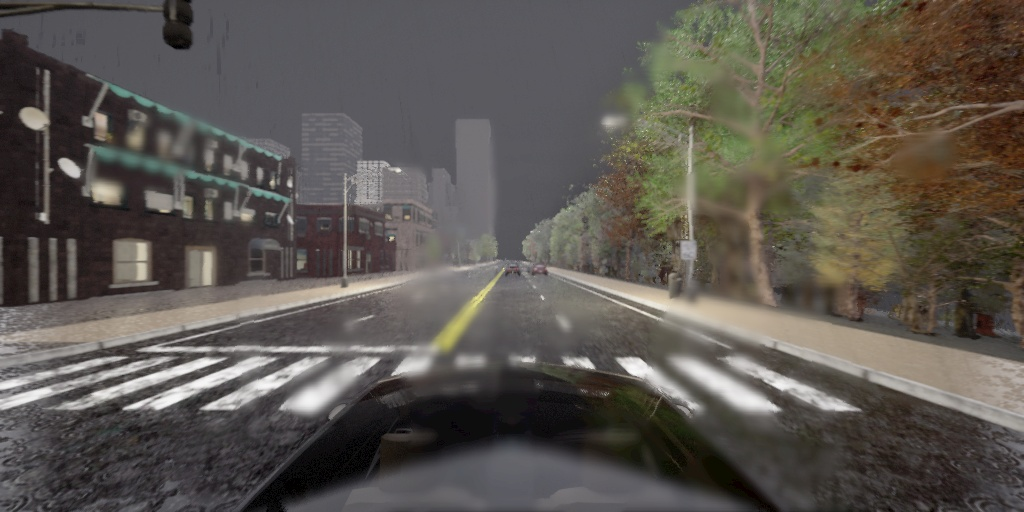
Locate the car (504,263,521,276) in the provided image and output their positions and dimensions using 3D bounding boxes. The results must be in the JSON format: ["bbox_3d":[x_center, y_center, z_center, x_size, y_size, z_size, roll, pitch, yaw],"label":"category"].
[{"bbox_3d":[0.103,1.642,43.738,1.837,1.490,4.892,0,-1,0],"label":"car"}]

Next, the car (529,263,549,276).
[{"bbox_3d":[3.356,1.665,44.044,1.812,1.442,4.674,0,-1,0],"label":"car"}]

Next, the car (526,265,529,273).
[{"bbox_3d":[3.277,1.723,54.101,2.128,1.511,4.902,0,0,0],"label":"car"}]
